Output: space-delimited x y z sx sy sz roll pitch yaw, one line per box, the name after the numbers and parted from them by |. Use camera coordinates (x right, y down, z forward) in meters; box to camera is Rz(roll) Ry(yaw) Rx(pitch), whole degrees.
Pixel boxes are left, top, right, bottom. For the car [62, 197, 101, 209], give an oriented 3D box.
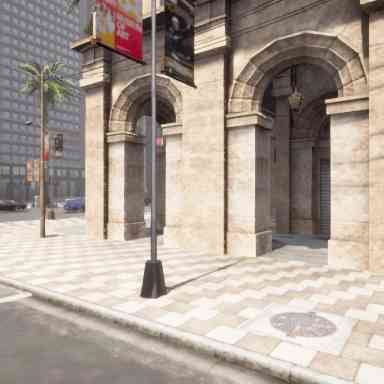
-15.065 1.505 45.447 1.837 1.490 4.892 0 0 36 | car

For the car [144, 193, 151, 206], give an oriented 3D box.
-9.000 1.221 53.879 2.150 2.045 5.566 0 0 35 | car

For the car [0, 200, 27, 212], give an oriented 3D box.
-21.120 1.601 37.012 1.895 1.301 4.718 0 0 36 | car

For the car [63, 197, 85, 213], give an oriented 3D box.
-11.998 1.525 37.373 1.812 1.442 4.674 0 0 36 | car

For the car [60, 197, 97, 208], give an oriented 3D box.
-16.515 1.513 48.729 2.161 1.482 4.786 0 0 35 | car
